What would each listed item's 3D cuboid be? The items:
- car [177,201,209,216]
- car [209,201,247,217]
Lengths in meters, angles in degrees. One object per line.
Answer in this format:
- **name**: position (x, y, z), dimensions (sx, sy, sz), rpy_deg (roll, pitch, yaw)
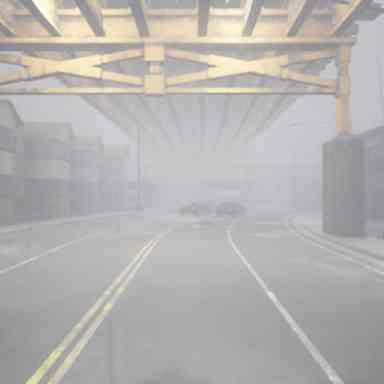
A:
- **car**: position (0.354, 1.589, 32.138), dimensions (1.895, 1.301, 4.718), rpy_deg (0, 0, 23)
- **car**: position (3.677, 1.520, 30.748), dimensions (2.033, 1.411, 5.357), rpy_deg (0, 0, 23)
